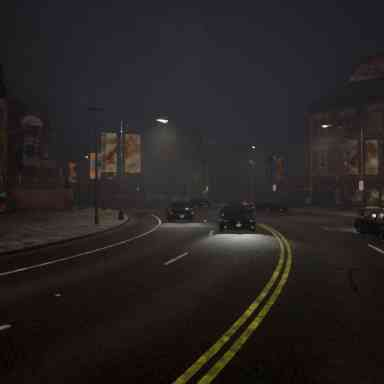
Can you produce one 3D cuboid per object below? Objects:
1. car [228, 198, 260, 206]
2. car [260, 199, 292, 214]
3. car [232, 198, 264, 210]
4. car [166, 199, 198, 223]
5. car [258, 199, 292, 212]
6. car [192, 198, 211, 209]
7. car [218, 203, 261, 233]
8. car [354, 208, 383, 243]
[{"bbox_3d":[4.613,1.547,33.985,2.033,1.411,5.357,0,0,-15],"label":"car"},{"bbox_3d":[8.029,1.491,34.523,2.128,1.511,4.902,0,0,-15],"label":"car"},{"bbox_3d":[7.505,1.520,45.075,2.002,1.452,4.674,0,0,-27],"label":"car"},{"bbox_3d":[-1.022,1.505,25.977,1.837,1.490,4.892,1,0,-8],"label":"car"},{"bbox_3d":[9.849,1.595,39.845,1.895,1.301,4.718,0,0,-17],"label":"car"},{"bbox_3d":[0.688,1.505,43.701,1.837,1.490,4.892,0,0,-27],"label":"car"},{"bbox_3d":[2.570,1.564,19.651,1.994,1.385,4.181,0,0,2],"label":"car"},{"bbox_3d":[9.445,1.547,15.775,2.033,1.411,5.357,0,0,9],"label":"car"}]
